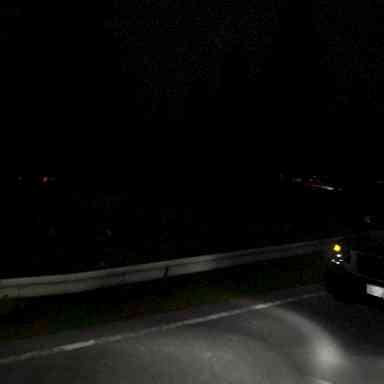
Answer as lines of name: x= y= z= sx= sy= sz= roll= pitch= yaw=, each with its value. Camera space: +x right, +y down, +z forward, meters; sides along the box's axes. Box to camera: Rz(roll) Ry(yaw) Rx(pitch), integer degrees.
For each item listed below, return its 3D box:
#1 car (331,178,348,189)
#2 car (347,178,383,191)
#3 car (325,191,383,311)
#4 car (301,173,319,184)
car: x=15.697 y=-0.670 z=32.335 sx=2.033 sy=1.411 sz=5.357 roll=3 pitch=6 yaw=-7
car: x=13.634 y=-0.023 z=23.883 sx=1.882 sy=1.535 sz=5.008 roll=2 pitch=6 yaw=-6
car: x=4.991 y=1.094 z=6.643 sx=5.566 sy=2.045 sz=2.150 roll=-1 pitch=3 yaw=-37
car: x=15.472 y=-1.911 z=43.563 sx=2.128 sy=1.511 sz=4.902 roll=3 pitch=6 yaw=15
